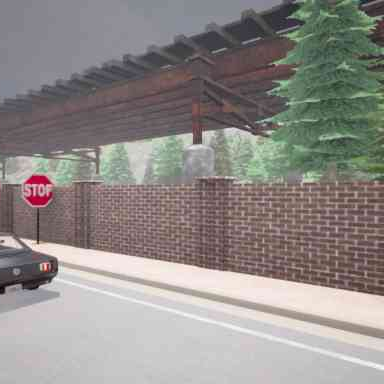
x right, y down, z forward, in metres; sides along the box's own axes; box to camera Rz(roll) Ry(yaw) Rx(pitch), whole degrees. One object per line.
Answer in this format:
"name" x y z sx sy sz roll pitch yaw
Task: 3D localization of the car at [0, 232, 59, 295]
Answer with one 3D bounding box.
"car" -5.265 1.601 7.805 4.718 1.301 1.895 0 0 36
